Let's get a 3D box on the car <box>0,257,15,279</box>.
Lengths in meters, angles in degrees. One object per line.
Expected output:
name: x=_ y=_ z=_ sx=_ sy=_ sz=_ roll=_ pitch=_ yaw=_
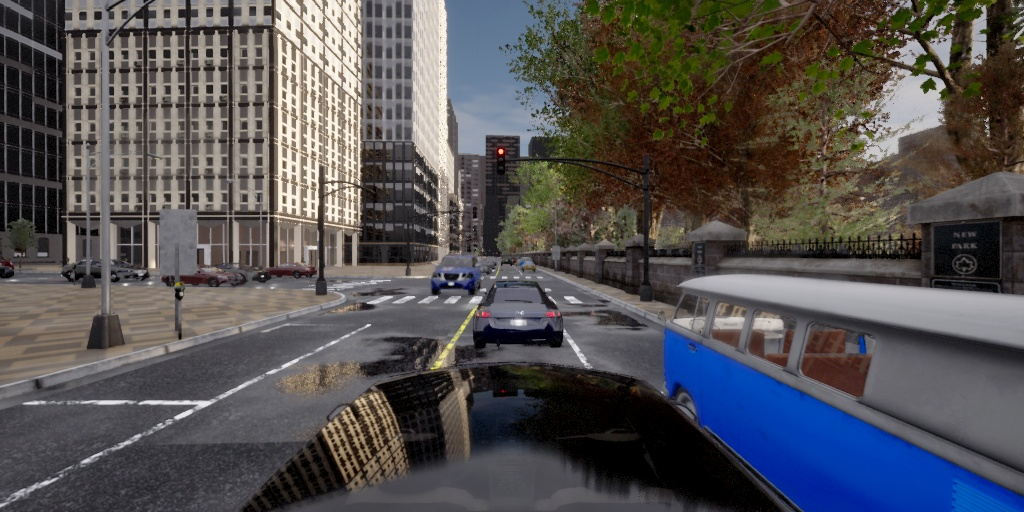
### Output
car: x=-37.261 y=0.912 z=24.680 sx=4.181 sy=1.385 sz=1.994 roll=1 pitch=0 yaw=2

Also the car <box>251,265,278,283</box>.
car: x=-18.272 y=1.128 z=23.572 sx=4.181 sy=1.385 sz=1.994 roll=1 pitch=0 yaw=4

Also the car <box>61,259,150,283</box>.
car: x=-27.254 y=0.953 z=24.139 sx=4.902 sy=1.511 sz=2.128 roll=1 pitch=0 yaw=3

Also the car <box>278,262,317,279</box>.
car: x=-18.078 y=1.133 z=29.137 sx=4.207 sy=1.307 sz=1.802 roll=0 pitch=0 yaw=4

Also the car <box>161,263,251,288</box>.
car: x=-18.146 y=1.154 z=21.024 sx=4.207 sy=1.307 sz=1.802 roll=0 pitch=0 yaw=4

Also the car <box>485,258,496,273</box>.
car: x=-3.214 y=1.239 z=38.105 sx=2.128 sy=1.511 sz=4.902 roll=0 pitch=0 yaw=1

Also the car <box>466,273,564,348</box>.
car: x=0.103 y=1.315 z=9.248 sx=1.994 sy=1.385 sz=4.181 roll=0 pitch=0 yaw=-1

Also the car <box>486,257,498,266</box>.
car: x=-3.437 y=1.235 z=53.356 sx=2.128 sy=1.511 sz=4.902 roll=0 pitch=0 yaw=-1

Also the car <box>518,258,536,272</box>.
car: x=2.143 y=1.270 z=46.385 sx=1.751 sy=1.417 sz=4.829 roll=0 pitch=0 yaw=-1

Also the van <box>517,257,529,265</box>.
van: x=2.021 y=1.083 z=51.759 sx=1.690 sy=1.789 sz=3.998 roll=0 pitch=0 yaw=-1

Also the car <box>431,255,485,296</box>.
car: x=-2.892 y=0.952 z=19.691 sx=2.150 sy=2.045 sz=5.566 roll=0 pitch=0 yaw=0

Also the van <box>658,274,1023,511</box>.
van: x=2.568 y=1.091 z=2.667 sx=1.690 sy=1.789 sz=3.998 roll=0 pitch=0 yaw=0
